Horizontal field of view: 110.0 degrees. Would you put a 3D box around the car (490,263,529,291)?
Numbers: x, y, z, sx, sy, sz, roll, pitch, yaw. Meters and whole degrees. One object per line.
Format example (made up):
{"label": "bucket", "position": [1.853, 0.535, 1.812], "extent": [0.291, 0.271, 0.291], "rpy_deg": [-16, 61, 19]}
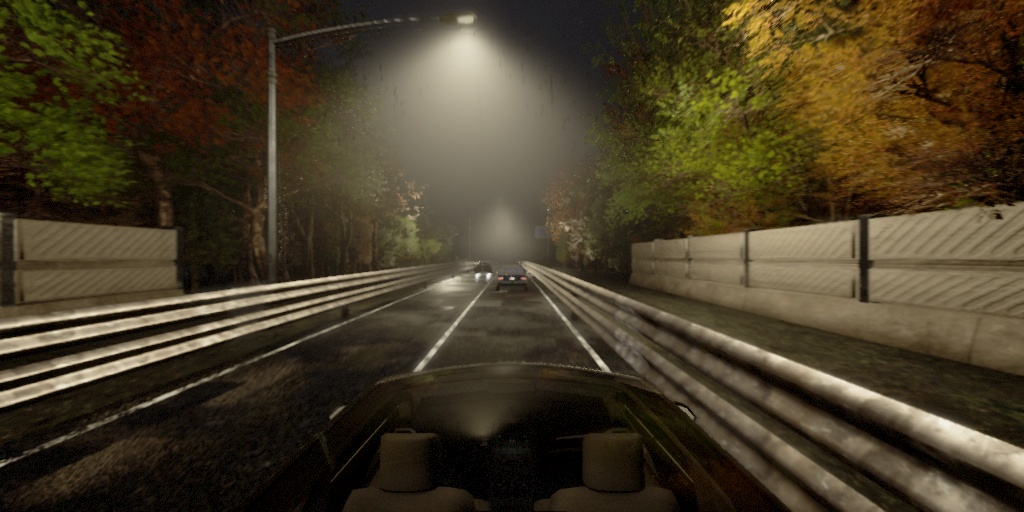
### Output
{"label": "car", "position": [0.021, 1.231, 21.260], "extent": [2.033, 1.411, 5.357], "rpy_deg": [0, 0, 0]}

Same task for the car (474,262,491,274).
{"label": "car", "position": [-3.296, 1.345, 42.137], "extent": [1.994, 1.385, 4.181], "rpy_deg": [0, -1, 0]}
